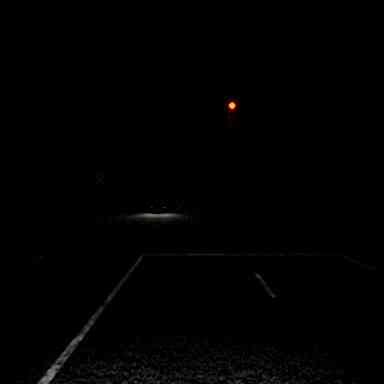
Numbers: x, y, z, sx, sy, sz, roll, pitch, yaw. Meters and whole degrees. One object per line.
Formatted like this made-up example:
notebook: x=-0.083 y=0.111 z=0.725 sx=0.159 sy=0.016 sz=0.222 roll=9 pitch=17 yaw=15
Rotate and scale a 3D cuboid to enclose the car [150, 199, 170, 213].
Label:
car: x=-3.446 y=1.460 z=36.256 sx=1.882 sy=1.535 sz=5.008 roll=0 pitch=0 yaw=0
